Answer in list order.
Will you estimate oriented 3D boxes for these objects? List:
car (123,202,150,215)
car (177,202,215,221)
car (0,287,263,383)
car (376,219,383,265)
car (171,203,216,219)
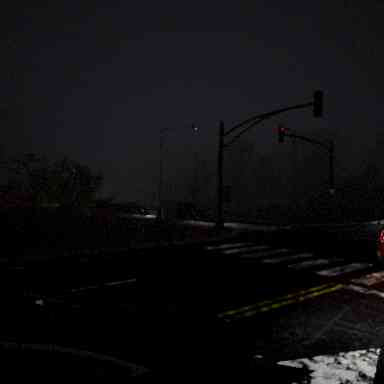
[{"bbox_3d":[-6.212,1.722,35.622,1.994,1.385,4.181,2,-2,-37],"label":"car"},{"bbox_3d":[-0.415,1.579,27.667,1.882,1.535,5.008,2,-2,-36],"label":"car"},{"bbox_3d":[-1.576,1.492,2.315,4.902,1.511,2.128,0,0,-36],"label":"car"},{"bbox_3d":[7.494,1.380,11.138,2.097,1.767,4.553,0,0,33],"label":"car"},{"bbox_3d":[0.057,1.809,32.005,1.895,1.301,4.718,2,-2,-36],"label":"car"}]
